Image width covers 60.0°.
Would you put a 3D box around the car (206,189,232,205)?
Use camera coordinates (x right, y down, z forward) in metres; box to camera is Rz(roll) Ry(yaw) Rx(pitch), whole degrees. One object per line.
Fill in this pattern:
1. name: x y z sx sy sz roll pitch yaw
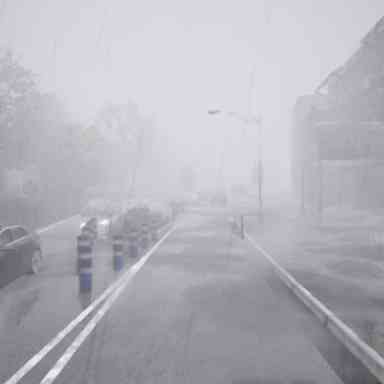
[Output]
1. car: 3.393 0.771 40.689 2.033 1.411 5.357 0 3 11

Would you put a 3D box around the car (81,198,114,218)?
1. car: -7.386 1.195 26.319 1.812 1.442 4.674 0 2 -3

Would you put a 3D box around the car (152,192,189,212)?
1. car: -1.990 1.175 31.131 2.097 1.535 5.008 1 3 10

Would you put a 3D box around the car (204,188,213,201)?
1. car: 1.125 0.444 47.586 2.097 1.535 5.008 0 3 14

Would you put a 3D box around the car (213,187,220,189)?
1. car: 2.537 0.165 53.111 2.231 1.521 4.892 0 3 16

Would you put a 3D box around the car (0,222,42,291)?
1. car: -4.881 1.494 7.463 2.128 1.511 4.902 0 0 -8

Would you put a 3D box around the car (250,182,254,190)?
1. car: 12.428 -1.111 79.199 2.231 1.521 4.892 -3 2 26

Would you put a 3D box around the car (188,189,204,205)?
1. car: -0.222 0.765 41.508 2.002 1.452 4.674 -1 2 12

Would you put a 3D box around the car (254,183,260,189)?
1. car: 14.973 -1.618 84.197 2.435 2.045 5.566 -3 2 28

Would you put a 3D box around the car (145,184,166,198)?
1. car: -5.756 -0.212 52.950 2.150 2.045 5.566 0 2 11

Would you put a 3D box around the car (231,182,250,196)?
1. car: 8.401 -0.458 59.367 2.150 2.045 5.566 0 3 19

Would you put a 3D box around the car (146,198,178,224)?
1. car: -2.522 1.505 25.018 2.002 1.452 4.674 -2 2 4

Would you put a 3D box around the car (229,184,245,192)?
1. car: 10.061 -0.857 74.140 2.231 1.521 4.892 -3 2 25
